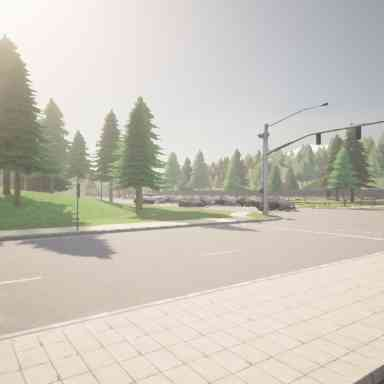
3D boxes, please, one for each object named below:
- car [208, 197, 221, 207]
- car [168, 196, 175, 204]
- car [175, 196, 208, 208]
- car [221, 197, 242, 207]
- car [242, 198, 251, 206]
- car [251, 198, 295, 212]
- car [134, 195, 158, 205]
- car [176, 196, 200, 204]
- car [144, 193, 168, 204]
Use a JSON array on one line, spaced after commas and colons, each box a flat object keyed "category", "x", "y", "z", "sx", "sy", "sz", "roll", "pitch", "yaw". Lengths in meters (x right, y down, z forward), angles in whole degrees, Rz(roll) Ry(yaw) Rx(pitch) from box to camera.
[{"category": "car", "x": 1.666, "y": 1.492, "z": 50.841, "sx": 2.128, "sy": 1.511, "sz": 4.902, "roll": 0, "pitch": 0, "yaw": -35}, {"category": "car", "x": -4.099, "y": 1.547, "z": 65.216, "sx": 2.033, "sy": 1.411, "sz": 5.357, "roll": 0, "pitch": 0, "yaw": -34}, {"category": "car", "x": -0.166, "y": 1.564, "z": 47.361, "sx": 1.994, "sy": 1.385, "sz": 4.181, "roll": 0, "pitch": 0, "yaw": -35}, {"category": "car", "x": 4.943, "y": 1.490, "z": 52.267, "sx": 2.128, "sy": 1.511, "sz": 4.902, "roll": 0, "pitch": 0, "yaw": -35}, {"category": "car", "x": 8.370, "y": 1.601, "z": 53.479, "sx": 1.895, "sy": 1.301, "sz": 4.718, "roll": 0, "pitch": 0, "yaw": -35}, {"category": "car", "x": 9.799, "y": 1.491, "z": 39.277, "sx": 2.128, "sy": 1.511, "sz": 4.902, "roll": 0, "pitch": 0, "yaw": -35}, {"category": "car", "x": -8.500, "y": 1.600, "z": 59.237, "sx": 1.895, "sy": 1.301, "sz": 4.718, "roll": 0, "pitch": 0, "yaw": -35}, {"category": "car", "x": -0.830, "y": 1.547, "z": 66.687, "sx": 2.033, "sy": 1.411, "sz": 5.357, "roll": 0, "pitch": 0, "yaw": -35}, {"category": "car", "x": -7.481, "y": 1.223, "z": 63.921, "sx": 2.150, "sy": 2.045, "sz": 5.566, "roll": 0, "pitch": 0, "yaw": -35}]
